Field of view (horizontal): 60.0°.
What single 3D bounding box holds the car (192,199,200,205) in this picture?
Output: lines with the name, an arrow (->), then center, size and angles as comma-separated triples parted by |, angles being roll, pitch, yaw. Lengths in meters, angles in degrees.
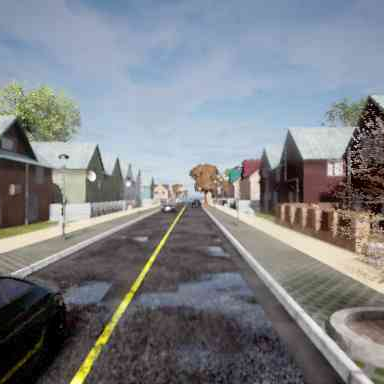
car -> 0.821, 2.329, 77.932 | 1.837, 1.490, 4.892 | 0, -1, 0

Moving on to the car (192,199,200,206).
car -> 0.822, 2.265, 71.932 | 1.812, 1.442, 4.674 | 0, -1, 0

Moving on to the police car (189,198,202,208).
police car -> 0.823, 2.025, 62.044 | 1.930, 1.638, 5.238 | 0, -1, 0

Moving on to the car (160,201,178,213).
car -> -2.836, 1.826, 41.687 | 2.128, 1.511, 4.902 | 0, -1, 0

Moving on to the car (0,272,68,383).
car -> -2.844, 1.584, 3.286 | 1.994, 1.385, 4.181 | 0, 0, 0
